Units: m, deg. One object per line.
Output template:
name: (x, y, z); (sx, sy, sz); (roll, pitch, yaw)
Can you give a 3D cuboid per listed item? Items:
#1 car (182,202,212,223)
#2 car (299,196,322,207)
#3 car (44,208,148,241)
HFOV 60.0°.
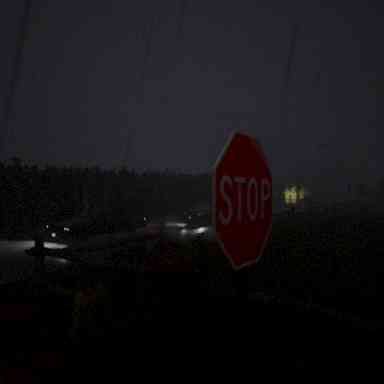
car: (1.189, 1.495, 25.153); (1.812, 1.442, 4.674); (0, 0, 35)
car: (16.191, 1.260, 45.532); (2.128, 1.511, 4.902); (0, 1, 2)
car: (-4.631, 1.524, 17.000); (2.033, 1.411, 5.357); (0, 0, 35)
